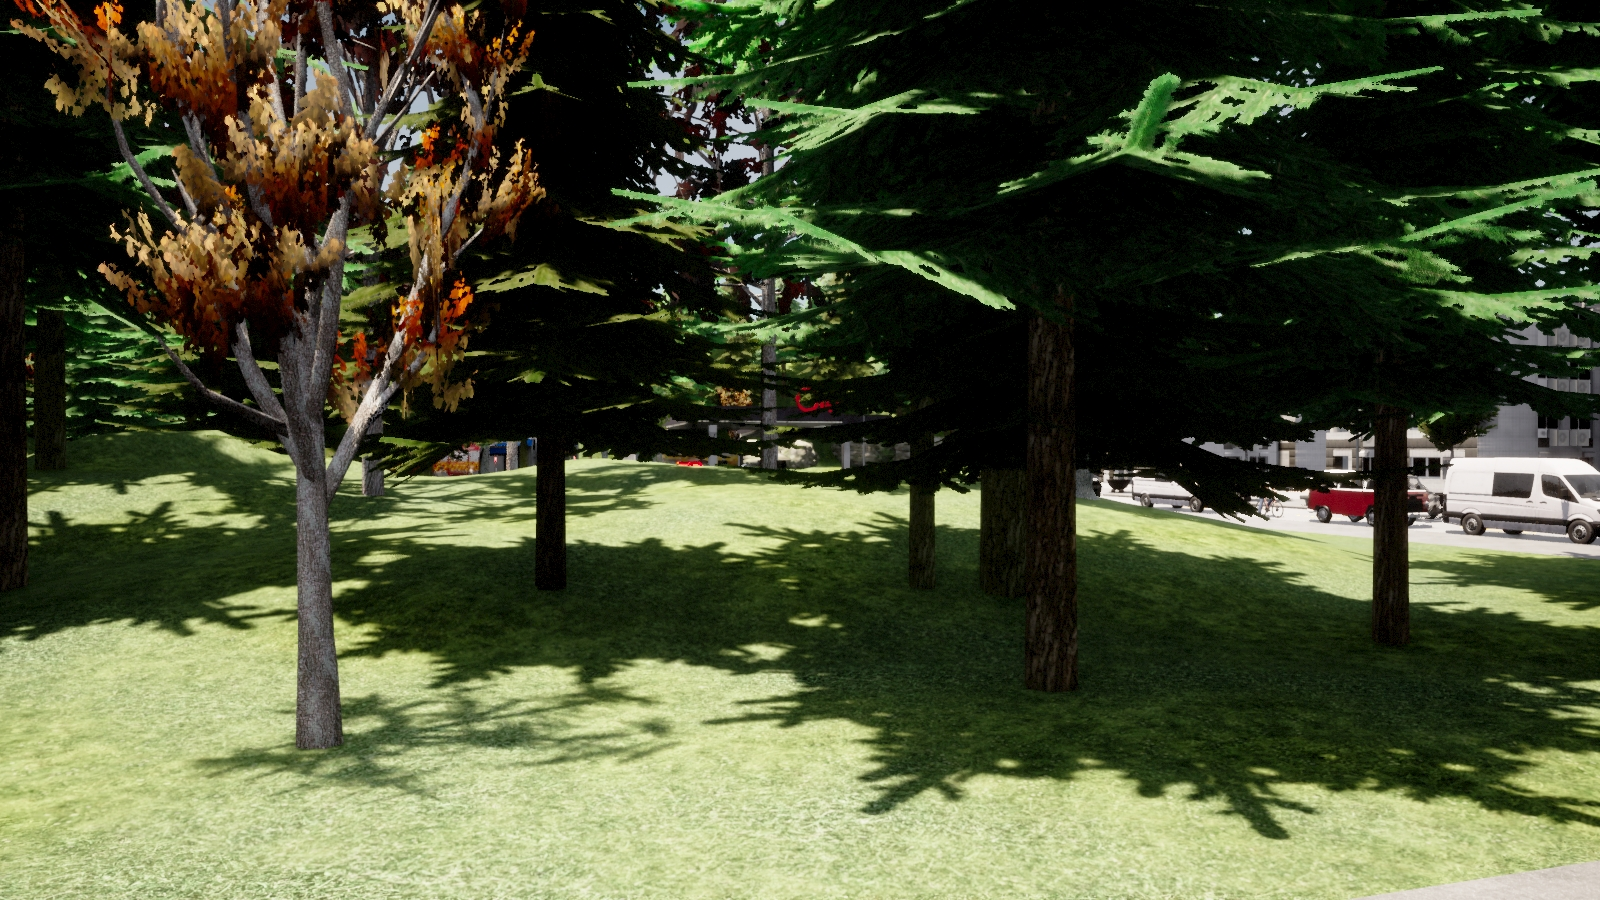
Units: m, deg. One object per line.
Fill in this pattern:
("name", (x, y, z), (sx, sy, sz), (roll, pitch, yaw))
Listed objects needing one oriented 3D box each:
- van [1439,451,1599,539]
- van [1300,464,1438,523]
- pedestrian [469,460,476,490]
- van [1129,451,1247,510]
("van", (23.412, 1.314, 36.018), (1.988, 2.561, 5.915), (0, 0, -18))
("van", (21.187, 1.563, 42.784), (2.069, 2.038, 4.480), (0, 0, -18))
("pedestrian", (-19.990, 1.523, 69.675), (0.375, 1.860, 0.375), (0, 0, -12))
("van", (17.841, 1.314, 52.900), (1.988, 2.561, 5.915), (0, 0, -18))
